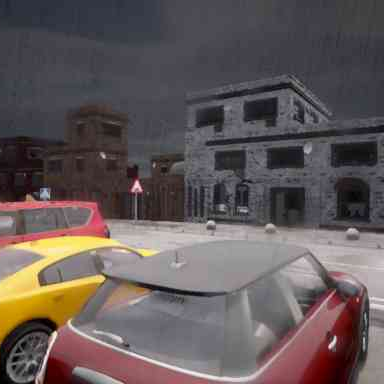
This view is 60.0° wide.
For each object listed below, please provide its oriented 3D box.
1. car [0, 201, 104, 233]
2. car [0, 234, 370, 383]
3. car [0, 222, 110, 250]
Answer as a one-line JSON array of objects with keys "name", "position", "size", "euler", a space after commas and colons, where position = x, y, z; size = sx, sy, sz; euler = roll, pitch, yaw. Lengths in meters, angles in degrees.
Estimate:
[{"name": "car", "position": [-4.279, 1.253, 7.146], "size": [2.435, 2.045, 5.566], "euler": [-1, 0, 34]}, {"name": "car", "position": [0.669, 1.350, 3.834], "size": [2.185, 1.767, 4.553], "euler": [0, 0, 34]}, {"name": "car", "position": [-1.839, 1.490, 5.543], "size": [2.097, 1.535, 5.008], "euler": [0, 0, 34]}]
